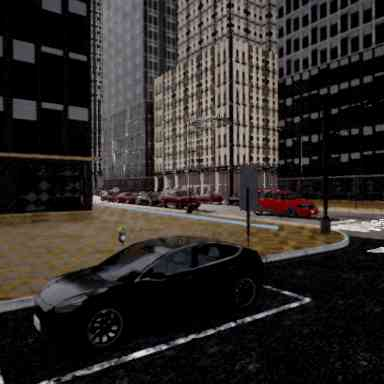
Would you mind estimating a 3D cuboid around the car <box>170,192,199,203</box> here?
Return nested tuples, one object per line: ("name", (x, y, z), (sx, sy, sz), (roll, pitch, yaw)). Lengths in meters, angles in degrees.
("car", (-1.113, 0.689, 46.331), (1.947, 1.339, 4.313), (1, 1, -36))

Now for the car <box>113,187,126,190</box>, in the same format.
("car", (-10.196, 0.358, 49.093), (1.882, 1.535, 5.008), (-1, 1, -36))

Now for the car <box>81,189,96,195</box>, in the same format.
("car", (-24.320, -0.061, 78.094), (1.887, 1.381, 4.507), (1, 1, -36))

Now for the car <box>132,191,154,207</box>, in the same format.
("car", (-4.558, 0.874, 36.844), (1.947, 1.339, 4.313), (1, 1, -36))

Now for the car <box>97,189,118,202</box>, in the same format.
("car", (-11.188, 0.680, 45.917), (1.802, 1.307, 4.206), (1, 1, -36))

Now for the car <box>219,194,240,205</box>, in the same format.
("car", (5.519, 0.898, 37.256), (1.947, 1.339, 4.313), (1, 1, -36))

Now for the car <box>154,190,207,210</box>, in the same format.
("car", (-1.239, 0.727, 32.304), (2.192, 1.841, 5.009), (1, 1, -36))

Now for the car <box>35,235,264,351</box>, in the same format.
("car", (-0.520, 1.546, 6.191), (4.313, 1.339, 1.947), (0, 0, -35))

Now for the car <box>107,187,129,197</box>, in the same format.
("car", (-14.369, 0.021, 64.478), (2.192, 1.841, 5.009), (1, 1, -36))

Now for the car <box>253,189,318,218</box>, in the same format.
("car", (6.901, 0.892, 25.693), (2.150, 2.045, 5.566), (-1, 3, -36))

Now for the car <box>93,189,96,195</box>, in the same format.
("car", (-21.004, 0.049, 73.556), (2.008, 1.369, 4.403), (1, 1, -36))

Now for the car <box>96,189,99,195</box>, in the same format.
("car", (-17.789, 0.124, 69.156), (1.752, 1.417, 4.829), (1, 1, -36))

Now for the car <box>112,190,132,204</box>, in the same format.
("car", (-7.872, 0.748, 41.380), (1.887, 1.381, 4.507), (1, 1, -36))

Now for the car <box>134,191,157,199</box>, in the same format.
("car", (-7.743, 0.480, 55.406), (1.947, 1.339, 4.313), (1, 1, -36))

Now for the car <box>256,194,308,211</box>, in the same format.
("car", (8.803, 0.959, 32.910), (1.752, 1.417, 4.829), (1, 1, -36))

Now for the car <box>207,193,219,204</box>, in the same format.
("car", (2.203, 0.810, 41.793), (1.802, 1.307, 4.206), (1, 1, -36))
